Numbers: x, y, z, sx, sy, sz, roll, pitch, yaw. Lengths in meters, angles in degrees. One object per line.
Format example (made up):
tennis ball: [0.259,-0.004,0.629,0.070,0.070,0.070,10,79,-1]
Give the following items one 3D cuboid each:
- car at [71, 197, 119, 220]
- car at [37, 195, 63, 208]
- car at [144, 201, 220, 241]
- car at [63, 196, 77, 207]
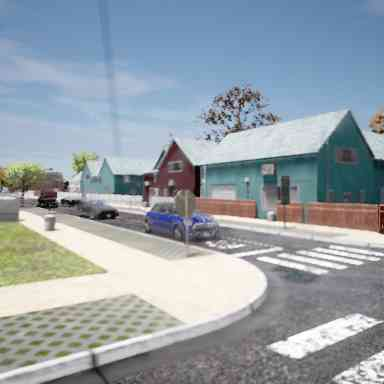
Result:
car: [-7.722,1.368,26.878,2.033,1.411,5.357,0,1,-36]
car: [-17.908,1.120,41.228,1.837,1.490,4.892,0,0,-35]
car: [-0.598,1.326,16.864,2.097,1.767,4.553,0,1,-35]
car: [-15.848,1.206,43.332,1.895,1.301,4.718,0,1,-36]
